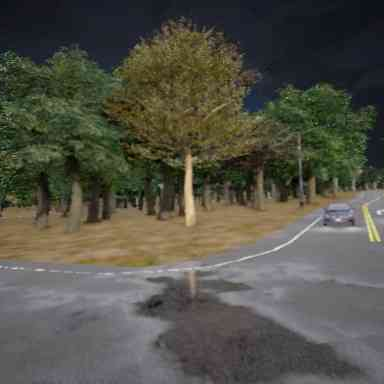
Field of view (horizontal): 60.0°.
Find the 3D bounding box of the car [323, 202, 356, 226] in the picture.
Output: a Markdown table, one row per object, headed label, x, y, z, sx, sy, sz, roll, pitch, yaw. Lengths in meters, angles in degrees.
| label | x | y | z | sx | sy | sz | roll | pitch | yaw |
| --- | --- | --- | --- | --- | --- | --- | --- | --- | --- |
| car | 9.966 | 1.426 | 22.453 | 1.812 | 1.442 | 4.674 | -3 | -1 | 26 |
